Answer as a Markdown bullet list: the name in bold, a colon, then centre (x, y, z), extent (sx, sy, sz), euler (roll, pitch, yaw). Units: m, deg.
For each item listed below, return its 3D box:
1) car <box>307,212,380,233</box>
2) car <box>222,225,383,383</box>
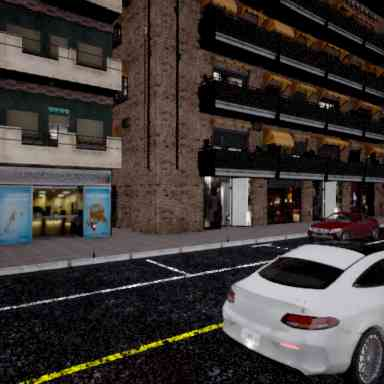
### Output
- **car**: centre (7.172, 1.583, 15.538), extent (4.206, 1.307, 1.802), euler (0, 0, -35)
- **car**: centre (2.562, 1.526, 5.259), extent (4.674, 1.442, 1.812), euler (0, 0, -35)
